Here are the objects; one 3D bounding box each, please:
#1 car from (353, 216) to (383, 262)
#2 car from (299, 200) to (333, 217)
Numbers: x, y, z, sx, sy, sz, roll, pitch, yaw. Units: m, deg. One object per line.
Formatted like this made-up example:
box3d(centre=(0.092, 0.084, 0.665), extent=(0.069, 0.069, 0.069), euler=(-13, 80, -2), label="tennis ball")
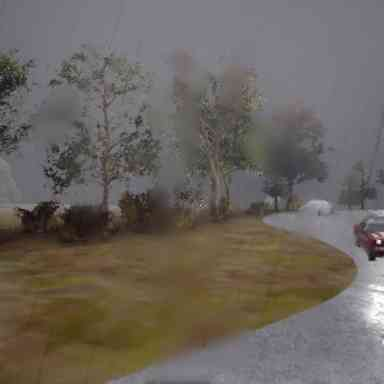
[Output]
box3d(centre=(7.001, 1.574, 11.763), extent=(1.895, 1.301, 4.718), euler=(0, 0, 20), label="car")
box3d(centre=(11.758, 1.466, 31.368), extent=(1.812, 1.442, 4.674), euler=(0, 0, 42), label="car")
